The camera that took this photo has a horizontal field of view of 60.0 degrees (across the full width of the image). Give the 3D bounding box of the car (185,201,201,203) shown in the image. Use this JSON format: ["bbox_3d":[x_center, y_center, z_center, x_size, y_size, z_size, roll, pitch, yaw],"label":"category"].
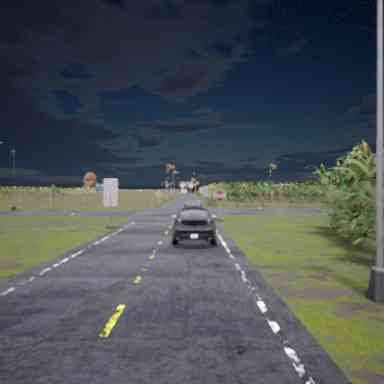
[{"bbox_3d":[0.096,1.521,33.091,1.895,1.301,4.718,0,0,0],"label":"car"}]

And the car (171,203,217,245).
[{"bbox_3d":[0.095,1.471,15.418,1.837,1.490,4.892,0,0,0],"label":"car"}]
